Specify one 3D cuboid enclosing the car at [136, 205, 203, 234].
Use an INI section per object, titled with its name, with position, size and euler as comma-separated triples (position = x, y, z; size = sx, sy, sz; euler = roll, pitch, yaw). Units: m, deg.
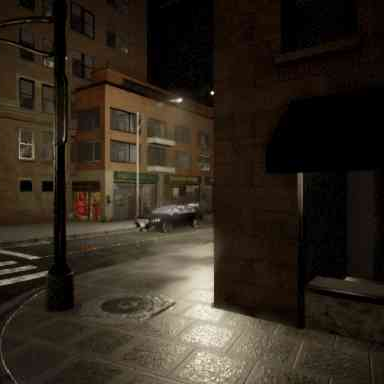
[car]
position = -1.236, 1.531, 19.815
size = 2.128, 1.511, 4.902
euler = 0, 0, 35
